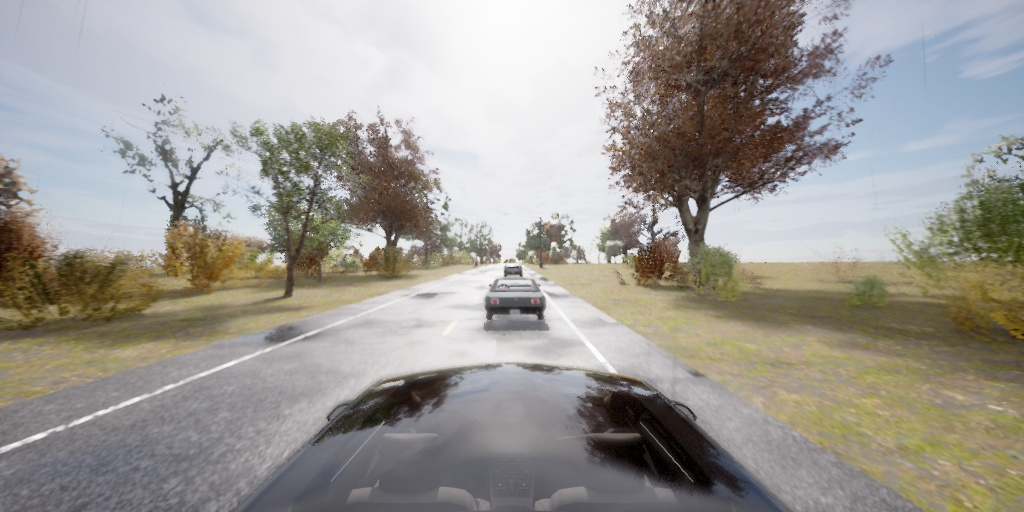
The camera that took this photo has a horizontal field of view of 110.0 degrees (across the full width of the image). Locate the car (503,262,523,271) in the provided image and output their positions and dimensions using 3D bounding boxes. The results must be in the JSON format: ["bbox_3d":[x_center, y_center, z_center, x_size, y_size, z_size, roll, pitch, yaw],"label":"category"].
[{"bbox_3d":[0.120,1.400,37.098,2.128,1.511,4.902,0,0,0],"label":"car"}]

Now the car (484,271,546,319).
[{"bbox_3d":[0.102,1.390,12.882,1.895,1.301,4.718,0,0,0],"label":"car"}]
